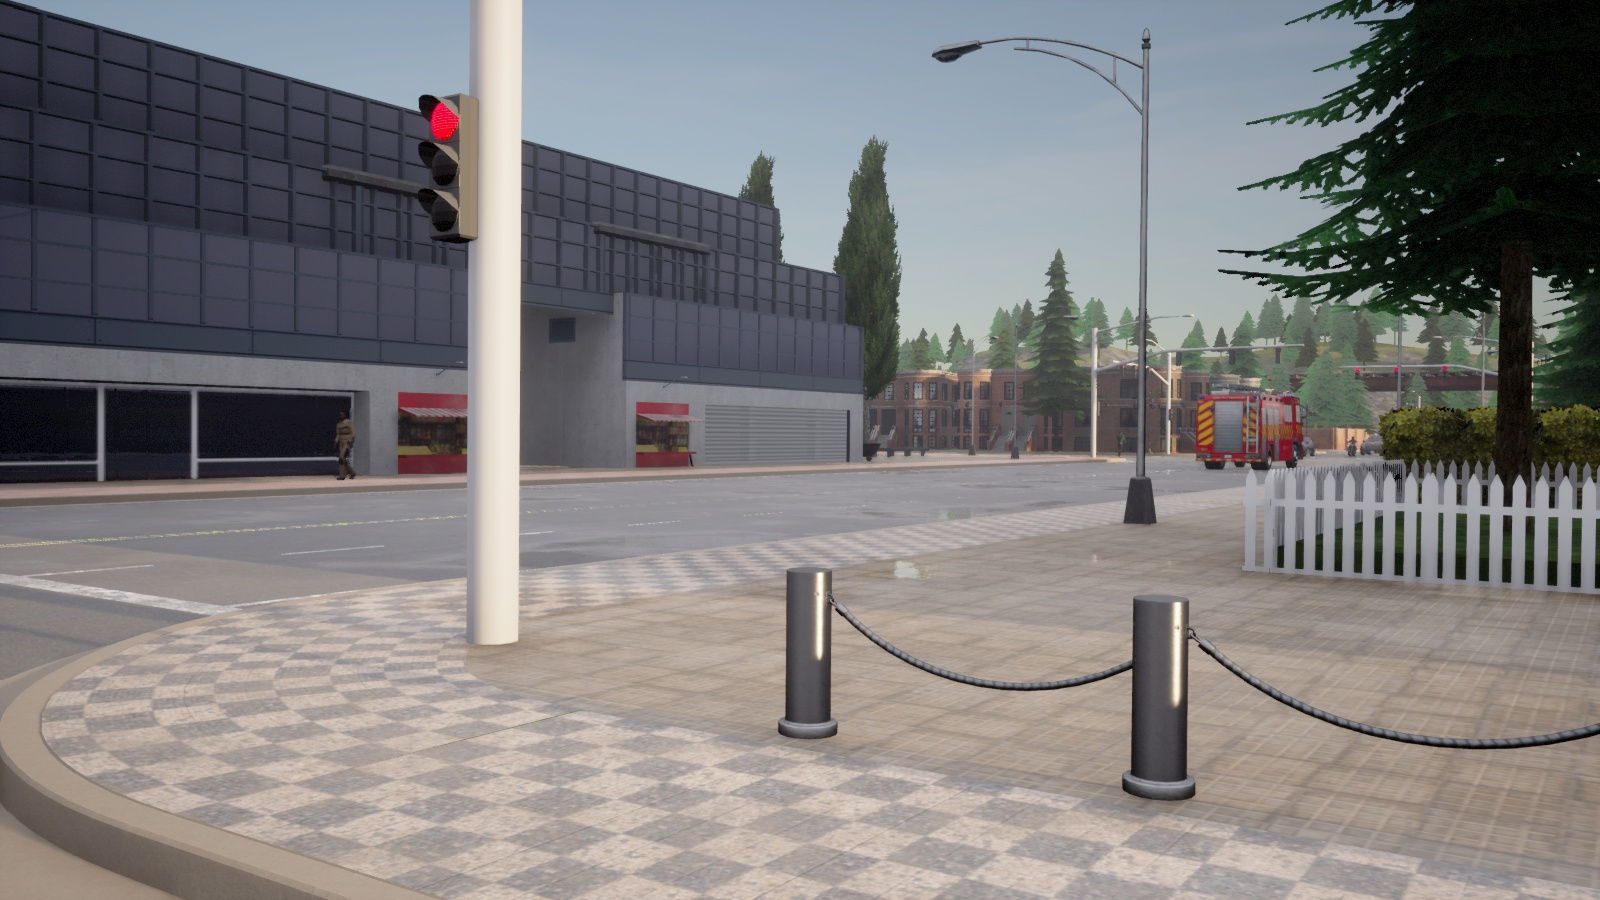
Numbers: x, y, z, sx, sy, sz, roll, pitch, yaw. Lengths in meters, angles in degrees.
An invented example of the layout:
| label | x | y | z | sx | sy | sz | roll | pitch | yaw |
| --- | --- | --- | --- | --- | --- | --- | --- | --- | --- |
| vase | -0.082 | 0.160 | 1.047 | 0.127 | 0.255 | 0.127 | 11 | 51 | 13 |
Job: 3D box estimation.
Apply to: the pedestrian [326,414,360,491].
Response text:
| label | x | y | z | sx | sy | sz | roll | pitch | yaw |
| --- | --- | --- | --- | --- | --- | --- | --- | --- | --- |
| pedestrian | -11.631 | 0.059 | 31.959 | 0.396 | 1.930 | 0.692 | 0 | 1 | 31 |

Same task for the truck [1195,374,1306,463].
| label | x | y | z | sx | sy | sz | roll | pitch | yaw |
| --- | --- | --- | --- | --- | --- | --- | --- | --- | --- |
| truck | 21.085 | -1.422 | 58.443 | 2.891 | 3.827 | 8.468 | 0 | 1 | 34 |
